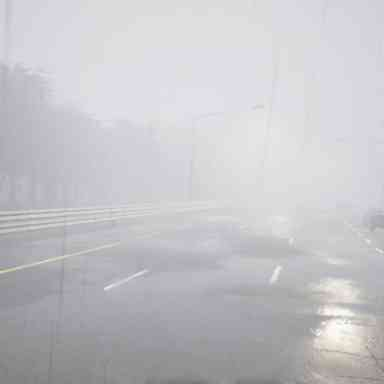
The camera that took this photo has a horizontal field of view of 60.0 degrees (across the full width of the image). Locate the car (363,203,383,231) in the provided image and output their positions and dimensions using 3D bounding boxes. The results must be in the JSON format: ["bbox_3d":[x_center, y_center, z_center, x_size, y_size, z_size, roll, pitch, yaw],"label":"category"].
[{"bbox_3d":[12.637,1.743,22.096,1.882,1.535,5.008,1,0,20],"label":"car"}]

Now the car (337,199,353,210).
[{"bbox_3d":[24.078,2.038,52.760,1.812,1.442,4.674,1,0,23],"label":"car"}]

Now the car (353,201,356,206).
[{"bbox_3d":[31.546,2.179,66.739,1.812,1.442,4.674,1,0,35],"label":"car"}]
